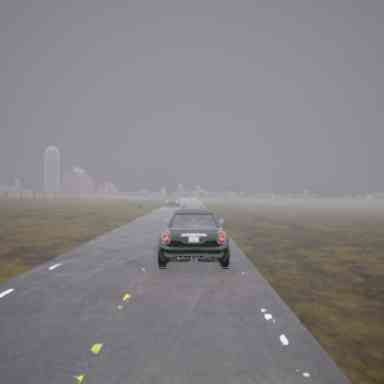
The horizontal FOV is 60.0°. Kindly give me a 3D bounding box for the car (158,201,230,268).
[{"bbox_3d":[0.064,1.340,11.411,2.097,1.767,4.553,0,0,0],"label":"car"}]

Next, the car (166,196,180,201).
[{"bbox_3d":[-2.830,1.374,49.656,2.097,1.767,4.553,0,0,0],"label":"car"}]

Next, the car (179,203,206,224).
[{"bbox_3d":[0.057,1.597,25.437,1.895,1.301,4.718,0,0,0],"label":"car"}]
